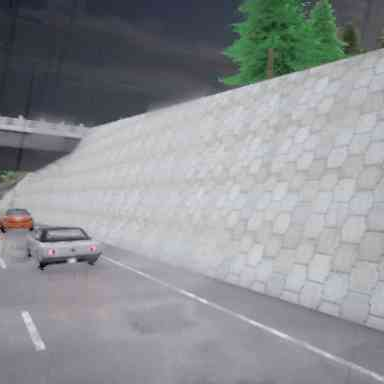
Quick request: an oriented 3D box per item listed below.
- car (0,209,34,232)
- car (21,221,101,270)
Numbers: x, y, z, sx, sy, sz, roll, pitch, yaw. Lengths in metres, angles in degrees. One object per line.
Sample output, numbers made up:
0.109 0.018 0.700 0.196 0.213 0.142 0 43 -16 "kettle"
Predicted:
-13.512 2.045 25.484 2.097 1.767 4.553 1 -2 -33 "car"
-5.012 1.950 12.490 1.895 1.301 4.718 1 -2 -33 "car"
